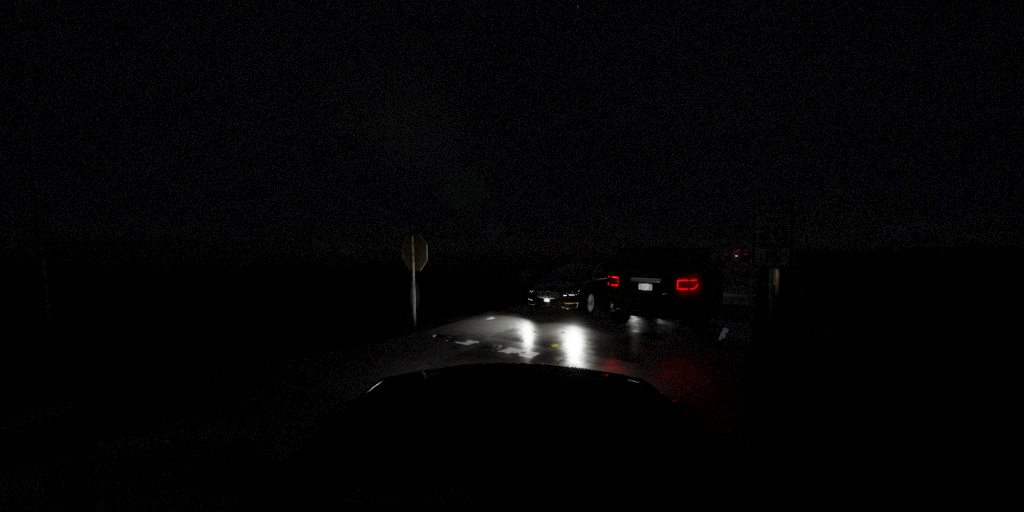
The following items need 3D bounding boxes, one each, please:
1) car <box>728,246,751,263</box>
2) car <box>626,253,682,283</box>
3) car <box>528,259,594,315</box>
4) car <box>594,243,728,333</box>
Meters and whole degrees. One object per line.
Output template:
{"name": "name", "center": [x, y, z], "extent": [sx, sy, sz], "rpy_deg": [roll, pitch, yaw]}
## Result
{"name": "car", "center": [22.123, -0.107, 35.165], "extent": [1.994, 1.385, 4.181], "rpy_deg": [1, 2, 35]}
{"name": "car", "center": [8.053, 0.590, 20.115], "extent": [1.994, 1.385, 4.181], "rpy_deg": [1, 3, 35]}
{"name": "car", "center": [2.361, 0.895, 11.983], "extent": [1.837, 1.490, 4.892], "rpy_deg": [1, 3, 35]}
{"name": "car", "center": [4.419, 0.662, 9.945], "extent": [2.150, 2.045, 5.566], "rpy_deg": [1, 3, 35]}
